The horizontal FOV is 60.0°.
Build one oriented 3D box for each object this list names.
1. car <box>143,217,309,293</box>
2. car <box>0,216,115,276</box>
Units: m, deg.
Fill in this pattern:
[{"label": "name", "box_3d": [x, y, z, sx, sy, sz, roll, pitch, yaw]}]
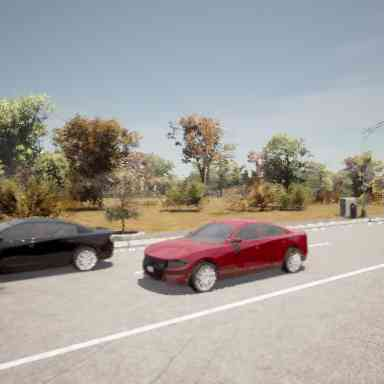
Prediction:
[{"label": "car", "box_3d": [1.087, 1.475, 9.040, 5.008, 1.535, 1.882, 0, 0, -35]}, {"label": "car", "box_3d": [-4.667, 1.476, 9.249, 5.008, 1.535, 1.882, 0, 0, -35]}]
